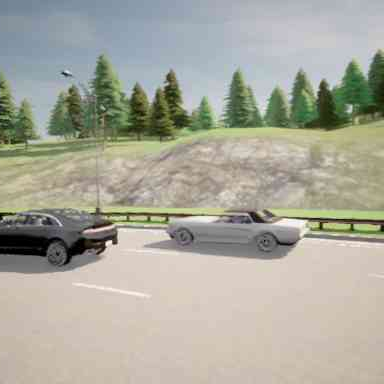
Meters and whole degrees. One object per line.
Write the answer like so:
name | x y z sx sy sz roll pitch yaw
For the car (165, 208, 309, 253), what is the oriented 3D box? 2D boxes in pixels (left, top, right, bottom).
car | 1.457 1.196 11.506 4.718 1.301 1.895 0 2 27

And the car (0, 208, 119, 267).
car | -4.637 1.265 10.234 4.902 1.511 2.128 -1 1 20
